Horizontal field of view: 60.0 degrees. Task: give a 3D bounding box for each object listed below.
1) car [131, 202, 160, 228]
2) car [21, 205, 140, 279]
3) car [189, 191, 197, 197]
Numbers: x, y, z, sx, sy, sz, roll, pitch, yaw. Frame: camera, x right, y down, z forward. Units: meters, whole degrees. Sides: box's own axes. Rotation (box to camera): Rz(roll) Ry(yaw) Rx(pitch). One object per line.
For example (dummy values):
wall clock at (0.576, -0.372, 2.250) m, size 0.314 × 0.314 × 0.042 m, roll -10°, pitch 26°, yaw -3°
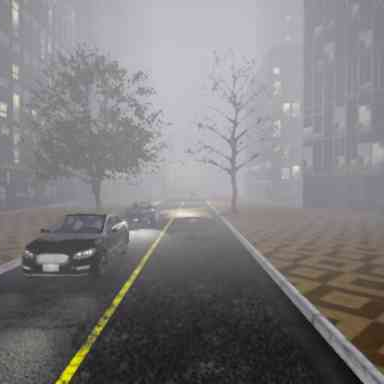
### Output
car at (-3.018, 1.288, 19.893) m, size 1.994 × 1.385 × 4.181 m, roll 0°, pitch 1°, yaw 0°
car at (-3.065, 1.353, 9.691) m, size 2.128 × 1.511 × 4.902 m, roll 0°, pitch 1°, yaw 0°
car at (0.296, 0.499, 78.156) m, size 1.837 × 1.490 × 4.892 m, roll 0°, pitch 1°, yaw 0°
